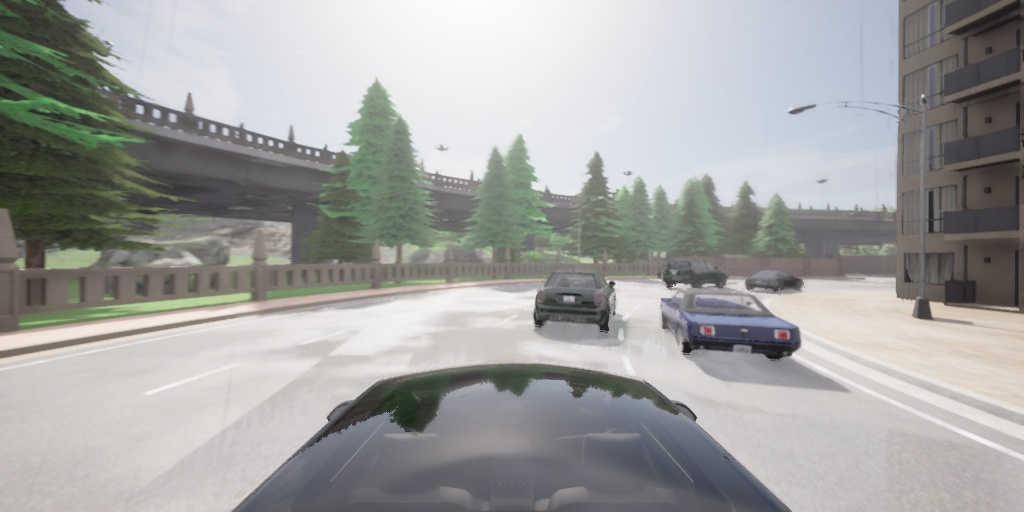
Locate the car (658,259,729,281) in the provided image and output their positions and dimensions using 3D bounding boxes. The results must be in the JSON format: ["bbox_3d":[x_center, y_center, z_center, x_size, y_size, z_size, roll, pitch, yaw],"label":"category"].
[{"bbox_3d":[13.117,1.279,25.720,5.566,2.045,2.150,1,-1,-35],"label":"car"}]

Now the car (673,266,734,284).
[{"bbox_3d":[16.968,1.635,31.791,4.902,1.511,2.128,1,0,-22],"label":"car"}]

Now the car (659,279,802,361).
[{"bbox_3d":[4.832,1.455,8.757,1.895,1.301,4.718,1,0,15],"label":"car"}]

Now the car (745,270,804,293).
[{"bbox_3d":[17.837,1.678,24.350,4.181,1.385,1.994,1,0,-29],"label":"car"}]

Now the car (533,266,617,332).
[{"bbox_3d":[2.209,1.187,11.614,2.097,1.767,4.553,1,0,19],"label":"car"}]

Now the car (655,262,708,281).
[{"bbox_3d":[16.748,1.512,35.386,4.553,1.767,2.097,1,0,-20],"label":"car"}]
